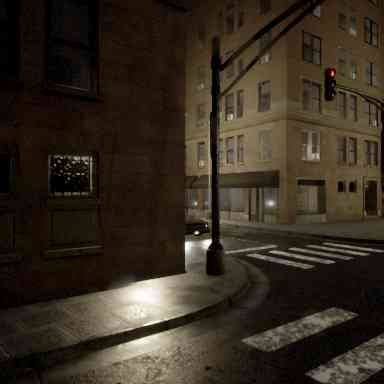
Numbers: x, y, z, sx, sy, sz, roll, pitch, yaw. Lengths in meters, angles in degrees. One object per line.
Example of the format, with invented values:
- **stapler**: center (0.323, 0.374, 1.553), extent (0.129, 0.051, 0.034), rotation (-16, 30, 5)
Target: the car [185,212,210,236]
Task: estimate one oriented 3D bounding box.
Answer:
- **car**: center (-1.318, 1.515, 17.734), extent (2.033, 1.411, 5.357), rotation (0, 0, -36)
